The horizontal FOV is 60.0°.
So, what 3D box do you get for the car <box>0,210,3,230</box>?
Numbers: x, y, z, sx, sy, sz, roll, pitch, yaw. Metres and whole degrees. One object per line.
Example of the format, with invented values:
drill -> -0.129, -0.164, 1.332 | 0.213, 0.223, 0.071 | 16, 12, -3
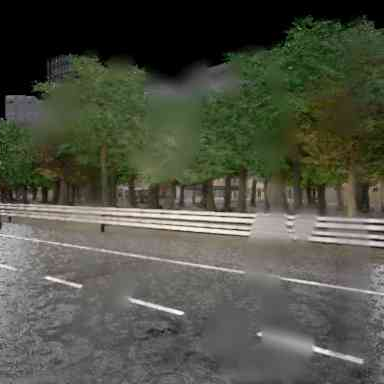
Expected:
car -> -11.518, 1.221, 16.396 | 5.566, 2.045, 2.150 | 0, 0, 36
